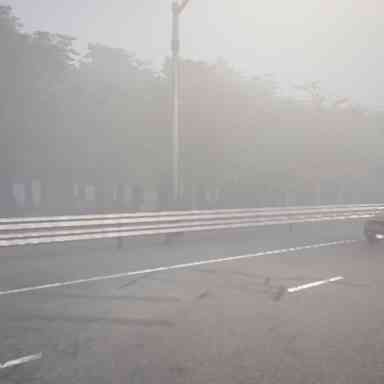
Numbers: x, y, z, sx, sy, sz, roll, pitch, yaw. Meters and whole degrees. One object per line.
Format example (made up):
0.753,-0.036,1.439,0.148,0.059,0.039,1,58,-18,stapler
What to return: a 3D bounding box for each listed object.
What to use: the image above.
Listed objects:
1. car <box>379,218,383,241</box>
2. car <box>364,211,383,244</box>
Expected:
7.417,1.485,8.870,4.902,1.511,2.128,0,0,-34,car
9.429,1.487,14.438,4.892,1.490,1.837,0,0,-33,car
